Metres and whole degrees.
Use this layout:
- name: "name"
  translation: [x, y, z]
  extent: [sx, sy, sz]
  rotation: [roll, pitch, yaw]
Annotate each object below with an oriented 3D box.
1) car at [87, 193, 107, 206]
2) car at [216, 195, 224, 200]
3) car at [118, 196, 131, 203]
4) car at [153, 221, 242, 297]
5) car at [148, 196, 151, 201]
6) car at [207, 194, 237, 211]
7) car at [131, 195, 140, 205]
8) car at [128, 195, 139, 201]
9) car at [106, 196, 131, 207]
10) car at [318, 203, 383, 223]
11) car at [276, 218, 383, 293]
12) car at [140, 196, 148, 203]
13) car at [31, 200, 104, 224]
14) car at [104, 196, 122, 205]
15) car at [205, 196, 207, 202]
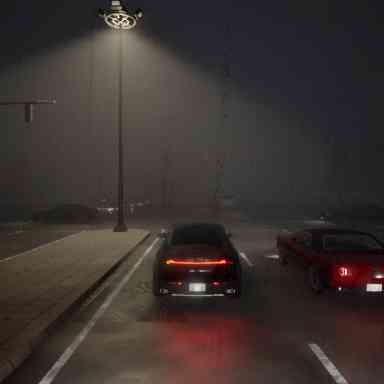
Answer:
- name: "car"
  translation: [-14.759, 1.221, 51.895]
  extent: [2.150, 2.045, 5.566]
  rotation: [0, 0, 0]
- name: "car"
  translation: [7.859, 1.553, 94.684]
  extent: [1.994, 1.385, 4.181]
  rotation: [0, 0, 2]
- name: "car"
  translation: [-14.538, 1.553, 72.091]
  extent: [1.994, 1.385, 4.181]
  rotation: [0, 0, 0]
- name: "car"
  translation: [0.127, 1.505, 8.540]
  extent: [1.837, 1.490, 4.892]
  rotation: [0, 0, 1]
- name: "car"
  translation: [-10.989, 1.552, 79.180]
  extent: [1.994, 1.385, 4.181]
  rotation: [0, 0, 0]
- name: "car"
  translation: [3.746, 1.221, 40.089]
  extent: [2.150, 2.045, 5.566]
  rotation: [-1, 0, -9]
- name: "car"
  translation: [-11.185, 1.505, 60.355]
  extent: [1.837, 1.490, 4.892]
  rotation: [0, 0, 1]
- name: "car"
  translation: [-14.456, 1.517, 82.295]
  extent: [1.812, 1.442, 4.674]
  rotation: [0, 0, 1]
- name: "car"
  translation: [-11.267, 1.601, 51.345]
  extent: [1.895, 1.301, 4.718]
  rotation: [0, 0, 0]
- name: "car"
  translation: [12.393, 1.548, 24.907]
  extent: [5.357, 1.411, 2.033]
  rotation: [0, 0, 0]
- name: "car"
  translation: [3.630, 1.601, 8.784]
  extent: [1.895, 1.301, 4.718]
  rotation: [0, 0, 1]
- name: "car"
  translation: [-11.056, 1.595, 69.329]
  extent: [1.895, 1.301, 4.718]
  rotation: [0, 0, 0]
- name: "car"
  translation: [-9.086, 1.526, 24.038]
  extent: [4.674, 1.442, 1.812]
  rotation: [0, 0, -2]
- name: "car"
  translation: [-14.651, 1.547, 62.144]
  extent: [2.033, 1.411, 5.357]
  rotation: [0, 0, 1]
- name: "car"
  translation: [3.999, 1.595, 77.037]
  extent: [1.895, 1.301, 4.718]
  rotation: [0, 0, 1]
